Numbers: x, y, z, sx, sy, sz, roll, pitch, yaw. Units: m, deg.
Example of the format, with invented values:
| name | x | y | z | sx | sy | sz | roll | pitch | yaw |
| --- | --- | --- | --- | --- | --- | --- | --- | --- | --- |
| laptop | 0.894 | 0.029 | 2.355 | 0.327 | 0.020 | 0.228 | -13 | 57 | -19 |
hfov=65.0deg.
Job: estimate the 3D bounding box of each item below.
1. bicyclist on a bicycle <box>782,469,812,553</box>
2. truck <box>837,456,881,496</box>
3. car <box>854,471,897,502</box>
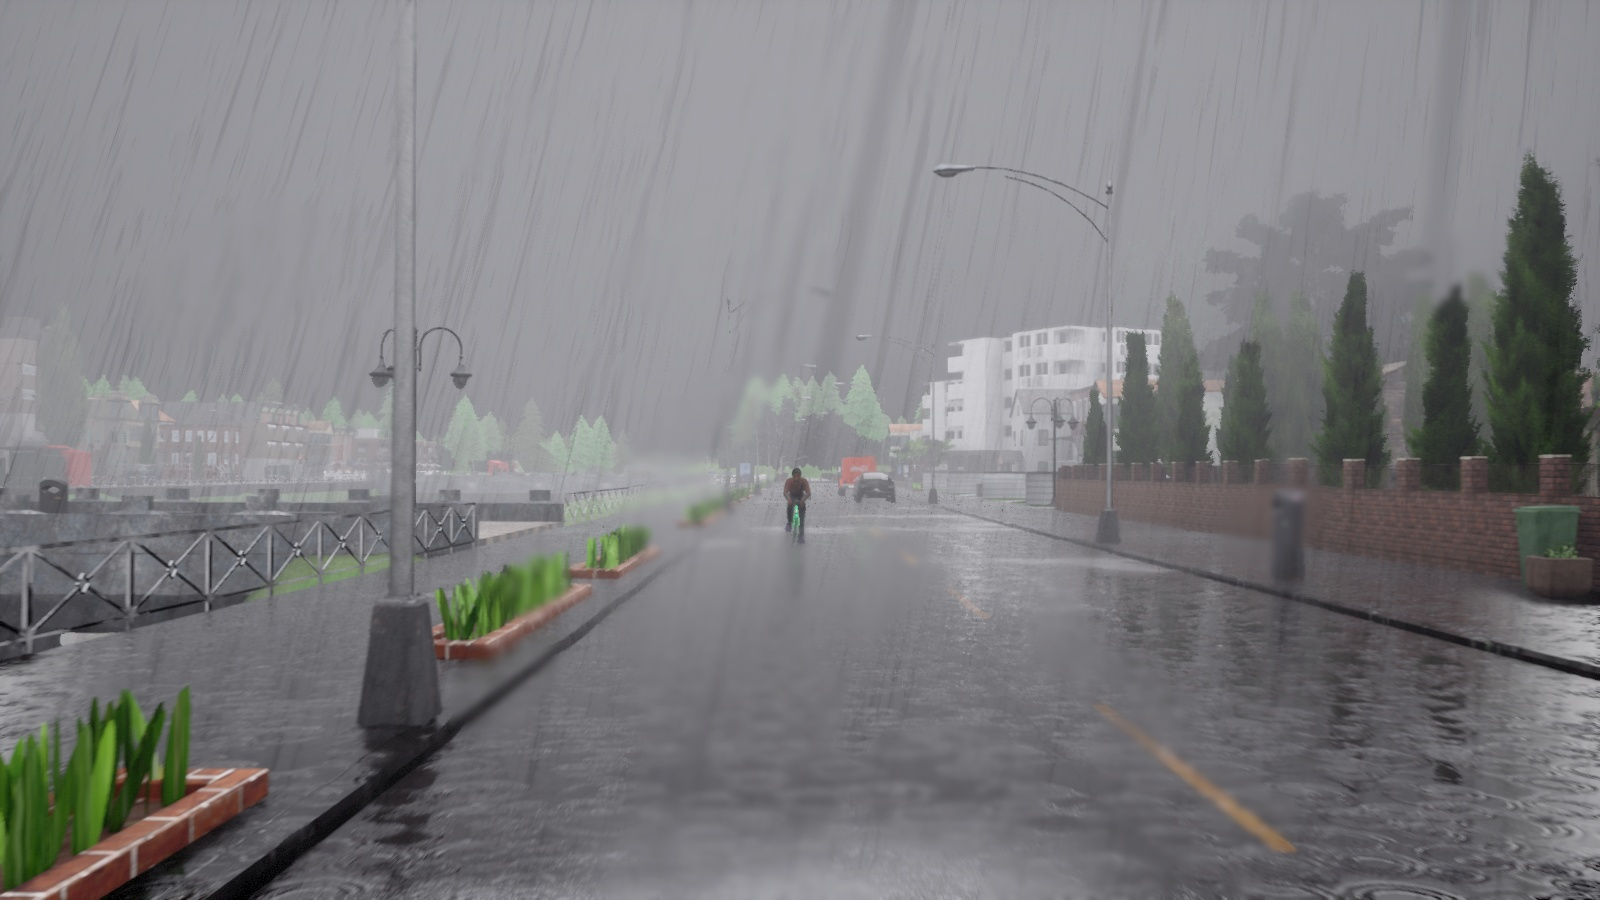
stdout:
| name | x | y | z | sx | sy | sz | roll | pitch | yaw |
| --- | --- | --- | --- | --- | --- | --- | --- | --- | --- |
| bicyclist on a bicycle | -0.059 | 1.187 | 25.040 | 0.582 | 1.620 | 1.656 | 0 | -1 | 0 |
| truck | 3.805 | 1.688 | 82.150 | 2.627 | 2.467 | 5.204 | 0 | -1 | 0 |
| car | 3.848 | 1.861 | 64.747 | 1.882 | 1.535 | 5.008 | 0 | -1 | 0 |
